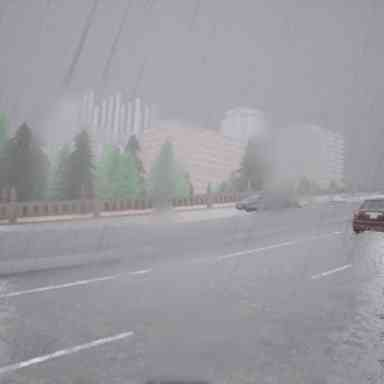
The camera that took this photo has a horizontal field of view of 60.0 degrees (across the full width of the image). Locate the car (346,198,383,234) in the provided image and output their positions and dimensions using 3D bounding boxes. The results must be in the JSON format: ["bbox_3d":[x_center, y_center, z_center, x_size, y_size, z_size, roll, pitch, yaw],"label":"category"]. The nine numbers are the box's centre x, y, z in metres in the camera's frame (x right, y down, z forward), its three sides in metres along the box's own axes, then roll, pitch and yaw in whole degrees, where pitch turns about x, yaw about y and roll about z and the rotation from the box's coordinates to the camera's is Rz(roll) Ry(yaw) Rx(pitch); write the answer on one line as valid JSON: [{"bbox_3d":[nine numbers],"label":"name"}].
[{"bbox_3d":[9.656,1.038,15.950,4.553,1.767,2.097,-2,1,-38],"label":"car"}]

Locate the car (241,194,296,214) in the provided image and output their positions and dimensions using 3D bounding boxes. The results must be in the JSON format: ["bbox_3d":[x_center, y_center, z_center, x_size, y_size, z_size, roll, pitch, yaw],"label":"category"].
[{"bbox_3d":[6.812,1.090,27.349,5.357,1.411,2.033,-3,1,-38],"label":"car"}]

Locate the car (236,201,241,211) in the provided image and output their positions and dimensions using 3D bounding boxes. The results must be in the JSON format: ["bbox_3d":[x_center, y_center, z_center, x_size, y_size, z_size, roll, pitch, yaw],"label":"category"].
[{"bbox_3d":[6.194,0.986,31.326,4.892,1.490,1.837,-3,2,-38],"label":"car"}]

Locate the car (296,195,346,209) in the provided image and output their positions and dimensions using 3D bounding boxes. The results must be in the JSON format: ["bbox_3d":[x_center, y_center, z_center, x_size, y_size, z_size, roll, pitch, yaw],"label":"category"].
[{"bbox_3d":[10.425,0.997,25.748,4.674,1.442,1.812,-3,1,-38],"label":"car"}]

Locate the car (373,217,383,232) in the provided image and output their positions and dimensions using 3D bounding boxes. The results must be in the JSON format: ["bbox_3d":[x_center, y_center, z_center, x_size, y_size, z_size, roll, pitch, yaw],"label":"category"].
[{"bbox_3d":[7.319,1.402,9.634,4.674,1.442,1.812,-3,2,-38],"label":"car"}]
